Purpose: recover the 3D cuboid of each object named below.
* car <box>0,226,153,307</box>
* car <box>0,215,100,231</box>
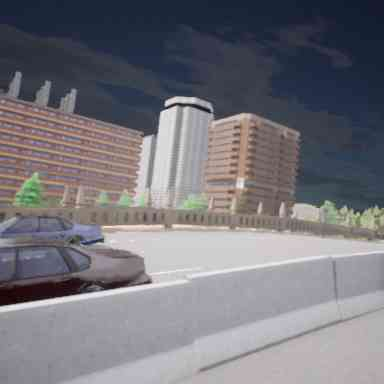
[{"bbox_3d":[-3.376,1.554,5.884,5.357,1.411,2.033,1,-1,-35],"label":"car"},{"bbox_3d":[-6.069,1.585,12.559,5.357,1.411,2.033,2,-1,-35],"label":"car"}]
